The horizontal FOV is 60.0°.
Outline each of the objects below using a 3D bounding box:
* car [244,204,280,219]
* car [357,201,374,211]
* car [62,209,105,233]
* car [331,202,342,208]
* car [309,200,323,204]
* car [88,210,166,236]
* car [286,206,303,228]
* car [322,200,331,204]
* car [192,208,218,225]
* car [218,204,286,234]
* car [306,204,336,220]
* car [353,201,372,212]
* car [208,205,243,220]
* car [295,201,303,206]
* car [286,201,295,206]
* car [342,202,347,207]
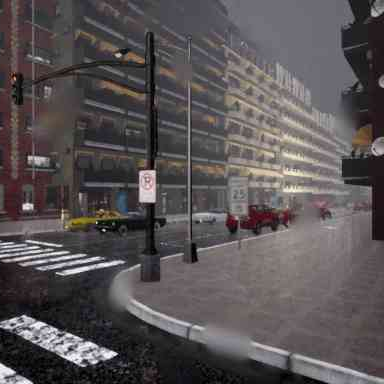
[{"bbox_3d":[7.954,2.171,37.513,2.128,1.511,4.902,0,-1,35],"label":"car"},{"bbox_3d":[33.306,2.621,63.742,2.192,1.841,5.009,-1,-2,35],"label":"car"},{"bbox_3d":[-6.143,1.834,21.937,1.752,1.417,4.829,-1,-2,35],"label":"car"},{"bbox_3d":[32.931,3.067,77.753,1.887,1.381,4.507,-1,-2,35],"label":"car"},{"bbox_3d":[23.187,2.771,63.834,1.887,1.381,4.507,-1,-2,35],"label":"car"},{"bbox_3d":[-3.765,1.911,20.794,1.895,1.301,4.718,0,-1,35],"label":"car"},{"bbox_3d":[7.324,2.043,26.619,1.887,1.381,4.507,-1,-2,35],"label":"car"},{"bbox_3d":[26.433,2.640,68.479,2.192,1.841,5.009,-1,-2,35],"label":"car"},{"bbox_3d":[1.981,2.093,29.001,1.895,1.301,4.718,0,-1,35],"label":"car"},{"bbox_3d":[4.074,1.711,21.986,2.192,1.841,5.009,-1,-2,35],"label":"car"},{"bbox_3d":[13.820,2.284,35.897,1.802,1.307,4.206,-1,-2,35],"label":"car"},{"bbox_3d":[30.057,2.522,59.101,2.192,1.841,5.009,-1,-2,35],"label":"car"},{"bbox_3d":[3.699,2.164,35.995,1.887,1.381,4.507,-1,-2,35],"label":"car"},{"bbox_3d":[16.689,2.340,54.560,2.192,1.841,5.009,-1,-2,35],"label":"car"},{"bbox_3d":[13.344,2.446,49.775,1.752,1.417,4.829,-1,-2,35],"label":"car"},{"bbox_3d":[39.428,3.282,87.033,1.947,1.339,4.313,-1,-2,35],"label":"car"}]
